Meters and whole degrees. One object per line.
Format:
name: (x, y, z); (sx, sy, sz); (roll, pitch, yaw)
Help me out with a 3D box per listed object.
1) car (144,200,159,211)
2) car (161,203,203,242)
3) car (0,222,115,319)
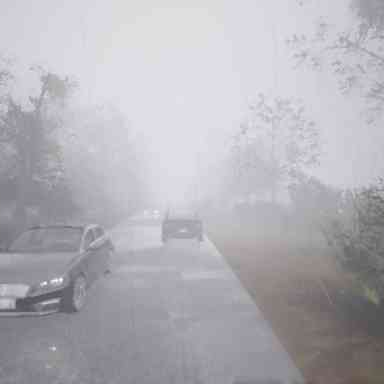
car: (-5.880, 1.932, 48.841); (1.837, 1.490, 4.892); (0, -1, -4)
car: (-0.532, 1.519, 16.751); (1.882, 1.535, 5.008); (0, 0, -3)
car: (-3.044, 1.498, 7.674); (2.128, 1.511, 4.902); (0, 0, -2)
